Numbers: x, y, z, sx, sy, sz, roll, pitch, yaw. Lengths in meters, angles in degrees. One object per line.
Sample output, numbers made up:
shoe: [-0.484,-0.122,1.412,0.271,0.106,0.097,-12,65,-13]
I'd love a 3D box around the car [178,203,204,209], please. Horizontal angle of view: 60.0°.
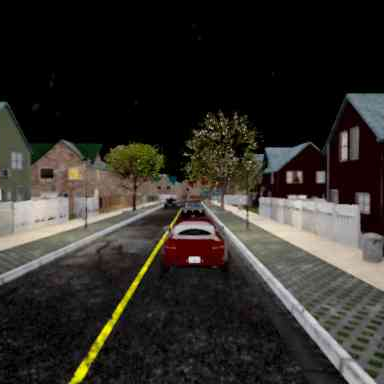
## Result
car: [0.086,1.559,28.155,1.895,1.301,4.718,0,0,0]

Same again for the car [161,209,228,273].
car: [0.074,1.502,10.509,1.812,1.442,4.674,0,0,0]

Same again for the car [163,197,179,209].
car: [-2.831,1.492,45.629,1.837,1.490,4.892,0,0,0]
